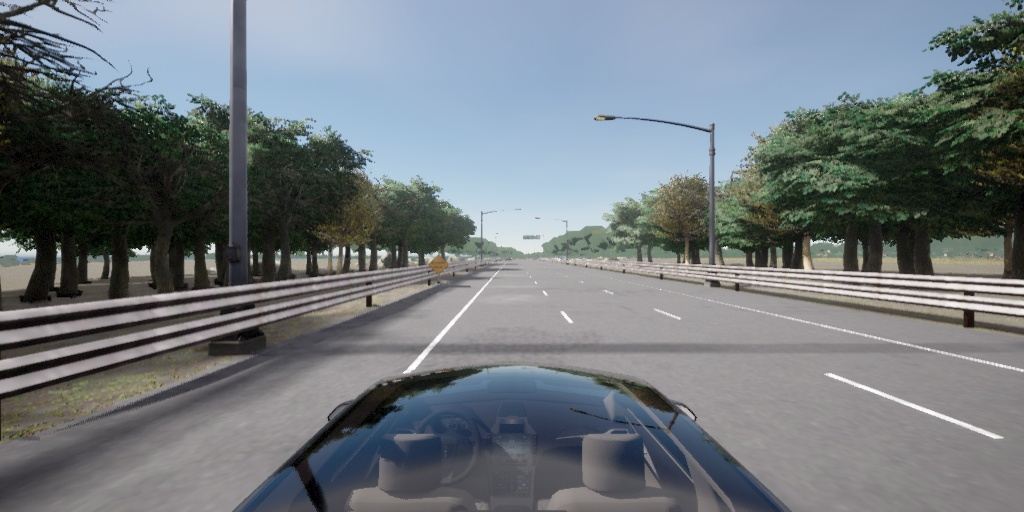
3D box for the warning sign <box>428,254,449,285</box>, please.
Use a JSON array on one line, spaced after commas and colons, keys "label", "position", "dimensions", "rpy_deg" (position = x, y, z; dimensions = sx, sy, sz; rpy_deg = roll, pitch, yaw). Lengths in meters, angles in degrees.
[{"label": "warning sign", "position": [-4.550, 0.839, 22.287], "dimensions": [1.300, 1.860, 1.060], "rpy_deg": [0, 0, 0]}]
